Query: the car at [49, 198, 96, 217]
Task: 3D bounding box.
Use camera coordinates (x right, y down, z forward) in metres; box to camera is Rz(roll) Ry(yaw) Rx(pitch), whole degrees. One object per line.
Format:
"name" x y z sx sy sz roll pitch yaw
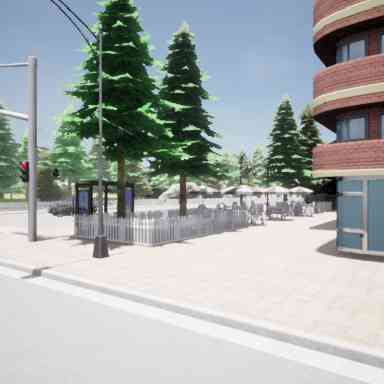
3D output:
"car" -11.060 1.506 30.984 1.994 1.385 4.181 0 0 36
